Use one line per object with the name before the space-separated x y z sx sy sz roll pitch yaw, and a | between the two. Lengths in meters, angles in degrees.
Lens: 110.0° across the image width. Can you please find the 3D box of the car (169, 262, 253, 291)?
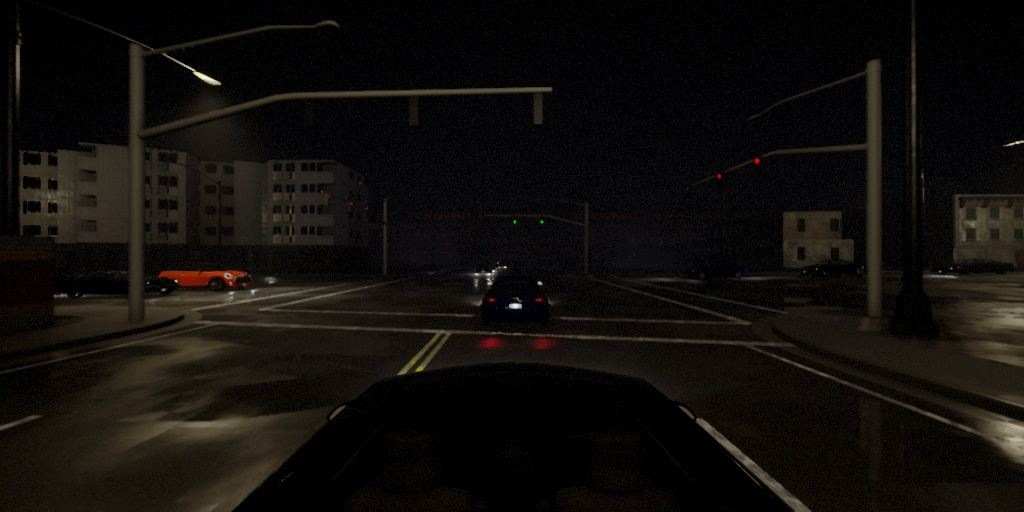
car | -18.380 1.163 21.656 4.553 1.767 2.097 0 0 0

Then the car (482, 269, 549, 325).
car | 0.096 1.329 11.869 1.994 1.385 4.181 0 1 0

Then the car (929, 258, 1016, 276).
car | 39.238 0.902 30.581 5.357 1.411 2.033 -1 0 1

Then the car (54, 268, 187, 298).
car | -19.849 1.401 18.210 4.718 1.301 1.895 0 0 1

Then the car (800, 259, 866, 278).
car | 27.636 1.051 30.822 4.902 1.511 2.128 -1 0 1

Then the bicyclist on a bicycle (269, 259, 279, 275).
bicyclist on a bicycle | -25.426 1.163 38.320 0.582 1.620 1.656 0 0 0

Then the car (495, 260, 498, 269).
car | -3.561 1.443 56.107 1.812 1.442 4.674 0 0 1

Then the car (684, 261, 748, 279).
car | 17.569 1.186 31.010 5.008 1.535 1.882 -1 0 0

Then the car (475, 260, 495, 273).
car | -3.584 1.393 46.738 1.837 1.490 4.892 0 0 0

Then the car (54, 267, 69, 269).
car | -27.797 1.359 21.662 5.357 1.411 2.033 0 0 -2
